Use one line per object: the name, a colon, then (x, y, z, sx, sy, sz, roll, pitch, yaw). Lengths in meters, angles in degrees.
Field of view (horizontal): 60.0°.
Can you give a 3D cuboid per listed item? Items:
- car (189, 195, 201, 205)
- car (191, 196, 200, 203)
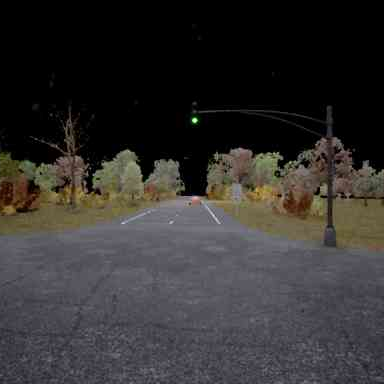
car: (0.565, 1.403, 59.590, 2.097, 1.767, 4.553, 0, 0, 1)
car: (0.660, 1.595, 69.623, 1.812, 1.442, 4.674, 0, 0, 1)
